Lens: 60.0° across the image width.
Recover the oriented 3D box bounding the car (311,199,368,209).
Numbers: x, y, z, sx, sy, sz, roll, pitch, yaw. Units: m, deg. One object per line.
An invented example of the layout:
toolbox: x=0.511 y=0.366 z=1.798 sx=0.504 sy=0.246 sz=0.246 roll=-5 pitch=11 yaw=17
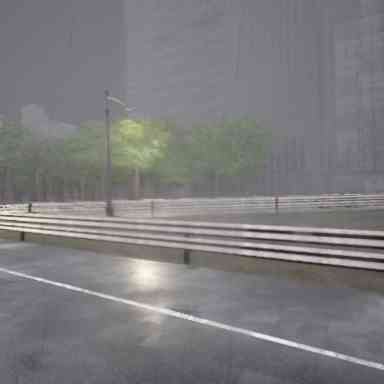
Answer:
car: x=14.819 y=1.007 z=33.393 sx=5.357 sy=1.411 sz=2.033 roll=-2 pitch=-1 yaw=-6
